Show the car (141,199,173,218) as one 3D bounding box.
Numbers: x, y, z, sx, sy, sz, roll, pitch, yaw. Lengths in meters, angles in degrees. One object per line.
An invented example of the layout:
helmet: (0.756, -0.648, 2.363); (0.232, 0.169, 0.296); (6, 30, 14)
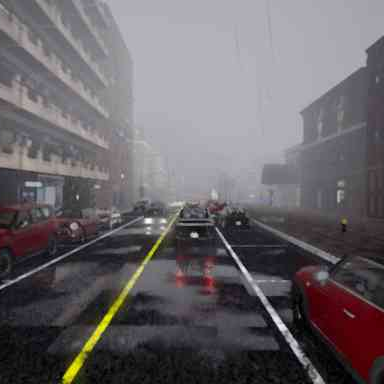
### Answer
car: (-3.091, 1.590, 30.016); (1.994, 1.385, 4.181); (0, 0, 0)

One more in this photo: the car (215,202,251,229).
car: (2.690, 1.567, 21.406); (2.008, 1.369, 4.403); (0, 0, 0)

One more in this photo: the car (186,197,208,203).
car: (0.104, 1.520, 31.472); (2.128, 1.511, 4.902); (0, 0, 0)

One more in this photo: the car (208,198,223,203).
car: (2.692, 1.575, 32.799); (1.887, 1.381, 4.507); (0, 0, 0)

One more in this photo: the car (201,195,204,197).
car: (2.695, 1.585, 50.060); (1.752, 1.417, 4.829); (0, 0, 0)

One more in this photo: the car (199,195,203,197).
car: (2.700, 1.587, 88.058); (1.967, 1.590, 4.097); (0, 0, 0)

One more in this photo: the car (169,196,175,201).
car: (-5.678, 1.713, 93.744); (2.008, 1.369, 4.403); (0, 0, 0)

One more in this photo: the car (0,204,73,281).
car: (-5.694, 1.321, 10.018); (2.192, 1.841, 5.009); (0, 0, 0)

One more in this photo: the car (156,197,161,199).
car: (-5.685, 1.595, 55.422); (1.752, 1.417, 4.829); (0, 0, 0)

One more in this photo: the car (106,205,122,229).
car: (-5.690, 1.567, 21.412); (2.008, 1.369, 4.403); (0, 0, 0)

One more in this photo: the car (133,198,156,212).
car: (-5.688, 1.605, 38.502); (1.947, 1.339, 4.313); (0, 0, 0)

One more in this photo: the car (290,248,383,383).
car: (2.686, 1.443, 4.316); (1.967, 1.590, 4.097); (0, 0, 0)

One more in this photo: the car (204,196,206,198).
car: (2.694, 1.593, 44.192); (1.887, 1.381, 4.507); (0, 0, 0)

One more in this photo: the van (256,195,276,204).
van: (14.671, 1.501, 66.350); (3.998, 1.788, 1.690); (0, 0, 0)

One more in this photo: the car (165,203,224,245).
car: (0.100, 1.502, 15.576); (2.128, 1.511, 4.902); (0, 0, 0)

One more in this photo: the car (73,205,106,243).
car: (-5.692, 1.451, 15.716); (1.967, 1.590, 4.097); (0, 0, 0)
